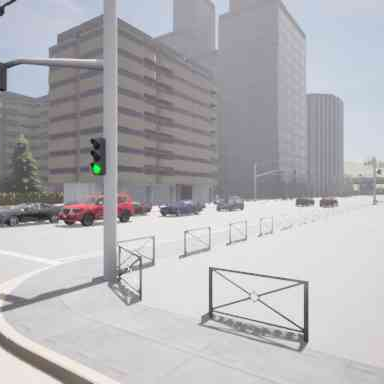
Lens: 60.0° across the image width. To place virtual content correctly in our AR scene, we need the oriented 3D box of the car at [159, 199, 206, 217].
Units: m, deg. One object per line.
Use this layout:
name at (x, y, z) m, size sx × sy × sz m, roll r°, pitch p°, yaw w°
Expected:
car at (-1.005, 1.597, 31.569) m, size 1.895 × 1.301 × 4.718 m, roll 0°, pitch 0°, yaw 35°

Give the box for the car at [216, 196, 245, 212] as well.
car at (4.679, 1.522, 39.790) m, size 1.812 × 1.442 × 4.674 m, roll 0°, pitch 0°, yaw 35°

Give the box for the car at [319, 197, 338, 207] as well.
car at (20.874, 1.475, 50.652) m, size 1.882 × 1.535 × 5.008 m, roll 0°, pitch 0°, yaw 35°

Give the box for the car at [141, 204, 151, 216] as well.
car at (-5.953, 1.596, 30.557) m, size 1.895 × 1.301 × 4.718 m, roll 0°, pitch 0°, yaw 35°

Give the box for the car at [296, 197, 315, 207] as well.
car at (17.953, 1.475, 52.550) m, size 1.882 × 1.535 × 5.008 m, roll 0°, pitch -1°, yaw 35°

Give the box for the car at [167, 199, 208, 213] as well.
car at (-0.407, 1.543, 38.601) m, size 2.033 × 1.411 × 5.357 m, roll 0°, pitch 0°, yaw 35°

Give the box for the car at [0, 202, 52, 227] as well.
car at (-11.212, 1.487, 22.925) m, size 2.128 × 1.511 × 4.902 m, roll 0°, pitch 0°, yaw 35°

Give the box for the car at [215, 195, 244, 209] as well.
car at (5.385, 1.347, 46.937) m, size 2.097 × 1.767 × 4.553 m, roll 0°, pitch 0°, yaw 35°

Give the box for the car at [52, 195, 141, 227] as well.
car at (-6.550, 1.217, 23.524) m, size 2.150 × 2.045 × 5.566 m, roll 0°, pitch 0°, yaw 35°
